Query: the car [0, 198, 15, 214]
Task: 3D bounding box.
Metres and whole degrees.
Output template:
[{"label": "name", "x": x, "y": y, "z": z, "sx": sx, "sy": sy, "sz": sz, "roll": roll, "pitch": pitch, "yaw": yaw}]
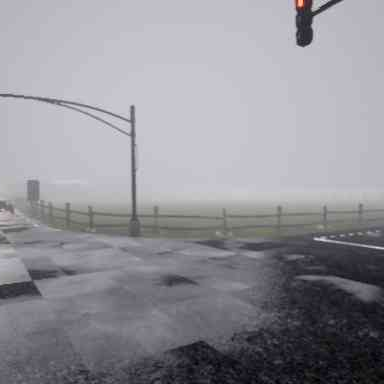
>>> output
[{"label": "car", "x": -17.977, "y": 1.313, "z": 31.527, "sx": 1.837, "sy": 1.490, "sz": 4.892, "roll": -1, "pitch": 1, "yaw": -32}]
